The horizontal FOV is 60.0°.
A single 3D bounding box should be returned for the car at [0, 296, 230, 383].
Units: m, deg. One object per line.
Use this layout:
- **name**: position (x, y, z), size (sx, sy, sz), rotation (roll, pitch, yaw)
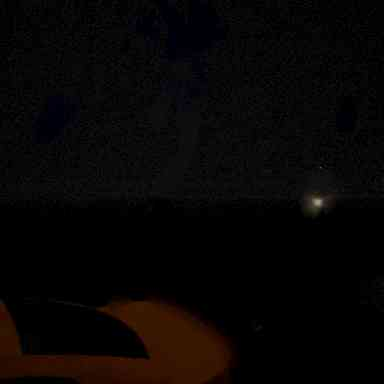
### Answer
- **car**: position (-2.011, 1.483, 1.636), size (5.008, 1.535, 1.882), rotation (0, 0, -36)
